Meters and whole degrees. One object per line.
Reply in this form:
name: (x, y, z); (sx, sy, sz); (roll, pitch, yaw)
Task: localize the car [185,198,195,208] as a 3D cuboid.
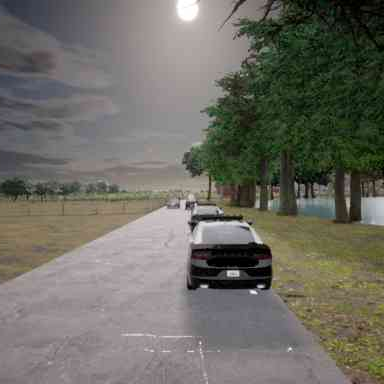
car: (0.046, 1.638, 47.683); (1.882, 1.535, 5.008); (0, 0, 1)

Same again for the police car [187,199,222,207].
police car: (0.833, 1.458, 19.253); (1.930, 1.638, 5.238); (0, 0, 0)

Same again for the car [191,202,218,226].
car: (0.835, 1.557, 25.143); (1.837, 1.490, 4.892); (0, 0, 0)

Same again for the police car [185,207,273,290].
police car: (0.829, 1.435, 9.252); (1.930, 1.638, 5.238); (0, 0, 0)

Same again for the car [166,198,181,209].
car: (-2.728, 1.663, 49.317); (2.128, 1.511, 4.902); (0, 0, 0)
